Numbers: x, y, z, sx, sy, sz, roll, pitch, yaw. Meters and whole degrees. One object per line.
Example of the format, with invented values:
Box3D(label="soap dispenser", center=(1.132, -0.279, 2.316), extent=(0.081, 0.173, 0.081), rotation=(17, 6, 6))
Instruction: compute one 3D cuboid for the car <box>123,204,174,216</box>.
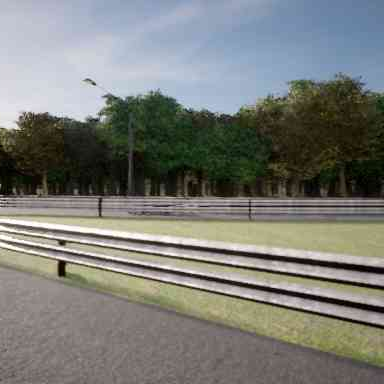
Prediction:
Box3D(label="car", center=(-3.524, 1.167, 27.204), extent=(4.181, 1.385, 1.994), rotation=(0, 0, 14))
